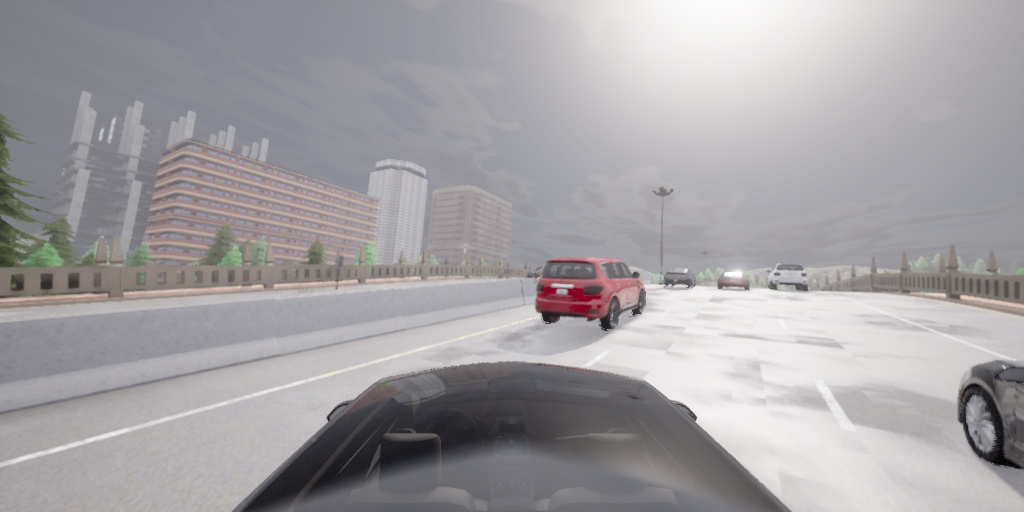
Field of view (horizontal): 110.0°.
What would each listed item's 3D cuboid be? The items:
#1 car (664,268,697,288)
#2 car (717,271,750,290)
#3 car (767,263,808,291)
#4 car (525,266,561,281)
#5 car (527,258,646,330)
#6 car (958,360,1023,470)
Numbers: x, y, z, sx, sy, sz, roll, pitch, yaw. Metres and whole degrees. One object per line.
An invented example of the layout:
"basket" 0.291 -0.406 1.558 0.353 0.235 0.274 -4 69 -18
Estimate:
"car" 13.223 1.702 28.112 2.128 1.511 4.902 0 -3 33
"car" 16.565 1.801 26.832 1.994 1.385 4.181 0 -3 33
"car" 21.843 1.696 28.550 2.150 2.045 5.566 0 -4 32
"car" 3.486 1.957 39.180 1.837 1.490 4.892 0 -4 33
"car" 2.807 1.085 11.945 2.150 2.045 5.566 0 -1 33
"car" 4.638 1.275 1.861 1.837 1.490 4.892 0 0 33
